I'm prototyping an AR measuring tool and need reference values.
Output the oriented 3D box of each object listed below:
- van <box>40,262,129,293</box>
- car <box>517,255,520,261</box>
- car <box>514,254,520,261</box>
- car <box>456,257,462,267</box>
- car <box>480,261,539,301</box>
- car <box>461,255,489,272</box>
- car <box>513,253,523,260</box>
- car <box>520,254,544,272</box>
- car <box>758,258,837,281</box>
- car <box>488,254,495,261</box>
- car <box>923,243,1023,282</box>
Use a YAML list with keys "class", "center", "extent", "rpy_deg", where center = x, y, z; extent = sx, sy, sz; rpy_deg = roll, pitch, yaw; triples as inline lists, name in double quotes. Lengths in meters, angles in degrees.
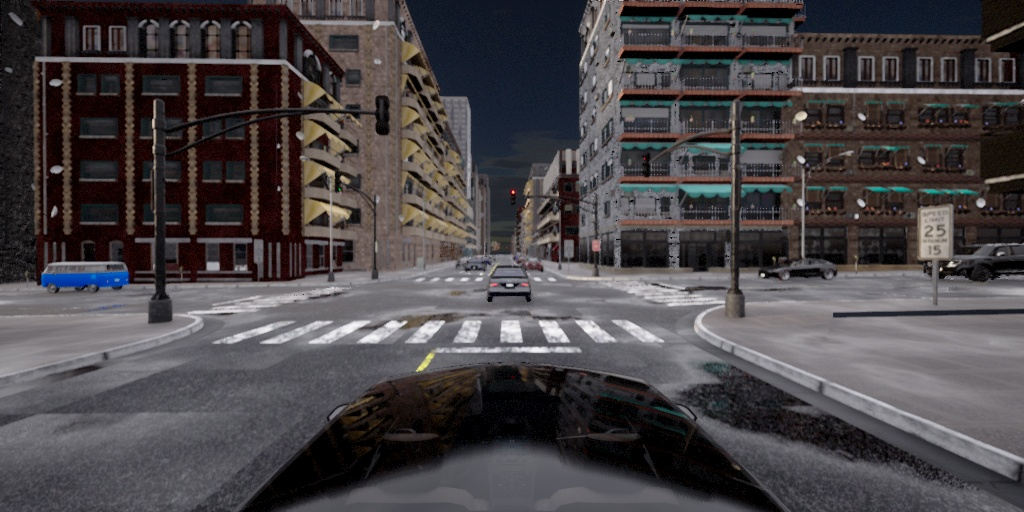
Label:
- class: "van"
  center: [-25.692, 1.256, 21.634]
  extent: [3.998, 1.789, 1.690]
  rpy_deg: [0, 0, -1]
- class: "car"
  center: [2.025, 0.856, 42.275]
  extent: [2.007, 1.370, 4.403]
  rpy_deg: [0, 0, -1]
- class: "car"
  center: [1.747, 0.707, 58.875]
  extent: [1.802, 1.307, 4.207]
  rpy_deg: [0, 0, -1]
- class: "car"
  center: [-6.448, 0.790, 47.668]
  extent: [2.007, 1.370, 4.403]
  rpy_deg: [0, 0, -1]
- class: "car"
  center: [-0.134, 1.137, 16.169]
  extent: [2.033, 1.411, 5.357]
  rpy_deg: [0, 1, -1]
- class: "car"
  center: [-3.665, 0.927, 36.483]
  extent: [1.994, 1.385, 4.181]
  rpy_deg: [0, 1, -1]
- class: "car"
  center: [1.654, 0.648, 64.407]
  extent: [1.802, 1.307, 4.207]
  rpy_deg: [0, 0, -1]
- class: "car"
  center: [2.118, 0.805, 36.742]
  extent: [1.967, 1.591, 4.097]
  rpy_deg: [0, 0, -1]
- class: "car"
  center: [17.936, 0.794, 22.563]
  extent: [4.313, 1.339, 1.948]
  rpy_deg: [0, 0, -1]
- class: "car"
  center: [-3.910, 0.795, 52.013]
  extent: [1.895, 1.301, 4.718]
  rpy_deg: [0, 1, -1]
- class: "car"
  center: [26.539, 0.336, 20.020]
  extent: [5.566, 2.045, 2.150]
  rpy_deg: [-1, 0, -1]
